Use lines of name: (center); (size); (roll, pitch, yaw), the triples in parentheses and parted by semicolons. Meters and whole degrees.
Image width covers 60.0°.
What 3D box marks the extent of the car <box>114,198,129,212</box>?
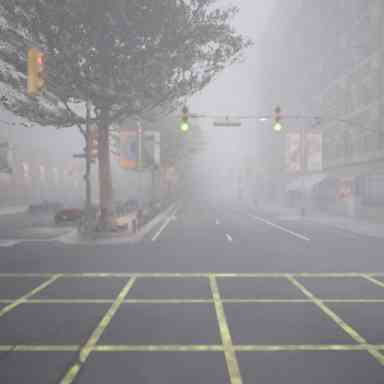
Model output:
car: (-8.078, 1.358, 33.750); (1.994, 1.385, 4.181); (0, 0, 0)

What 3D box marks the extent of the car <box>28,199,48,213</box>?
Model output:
car: (-14.746, 1.389, 33.850); (1.895, 1.301, 4.718); (0, 0, 0)

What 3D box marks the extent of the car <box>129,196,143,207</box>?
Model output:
car: (-8.024, 1.267, 46.146); (2.033, 1.411, 5.357); (0, 0, 0)

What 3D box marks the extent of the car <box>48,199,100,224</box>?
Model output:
car: (-8.095, 1.333, 23.703); (1.882, 1.535, 5.008); (0, 0, 0)
